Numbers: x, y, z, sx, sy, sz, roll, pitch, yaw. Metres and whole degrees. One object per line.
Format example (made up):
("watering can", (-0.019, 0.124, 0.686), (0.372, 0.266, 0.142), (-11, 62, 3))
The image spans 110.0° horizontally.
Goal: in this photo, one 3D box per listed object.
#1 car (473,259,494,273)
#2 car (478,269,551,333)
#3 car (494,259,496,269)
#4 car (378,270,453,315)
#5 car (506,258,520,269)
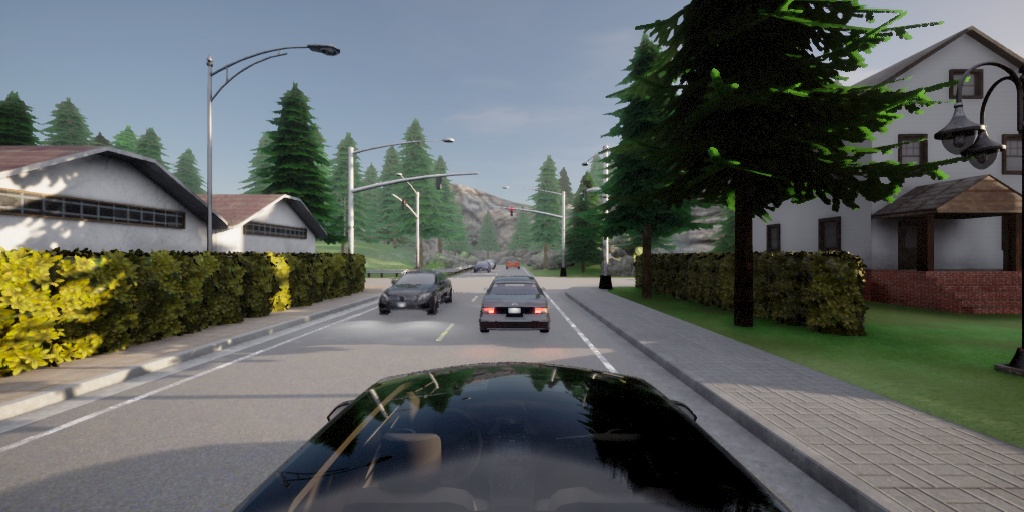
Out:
("car", (-3.567, 1.276, 43.648), (1.812, 1.442, 4.674), (0, 0, 0))
("car", (0.076, 1.297, 10.729), (2.033, 1.411, 5.357), (0, 0, 0))
("car", (-3.561, 1.276, 53.665), (1.812, 1.442, 4.674), (0, 0, 0))
("car", (-3.437, 1.276, 13.658), (1.812, 1.442, 4.674), (0, 0, 1))
("car", (0.147, 1.102, 57.486), (2.097, 1.767, 4.553), (0, 0, 0))
